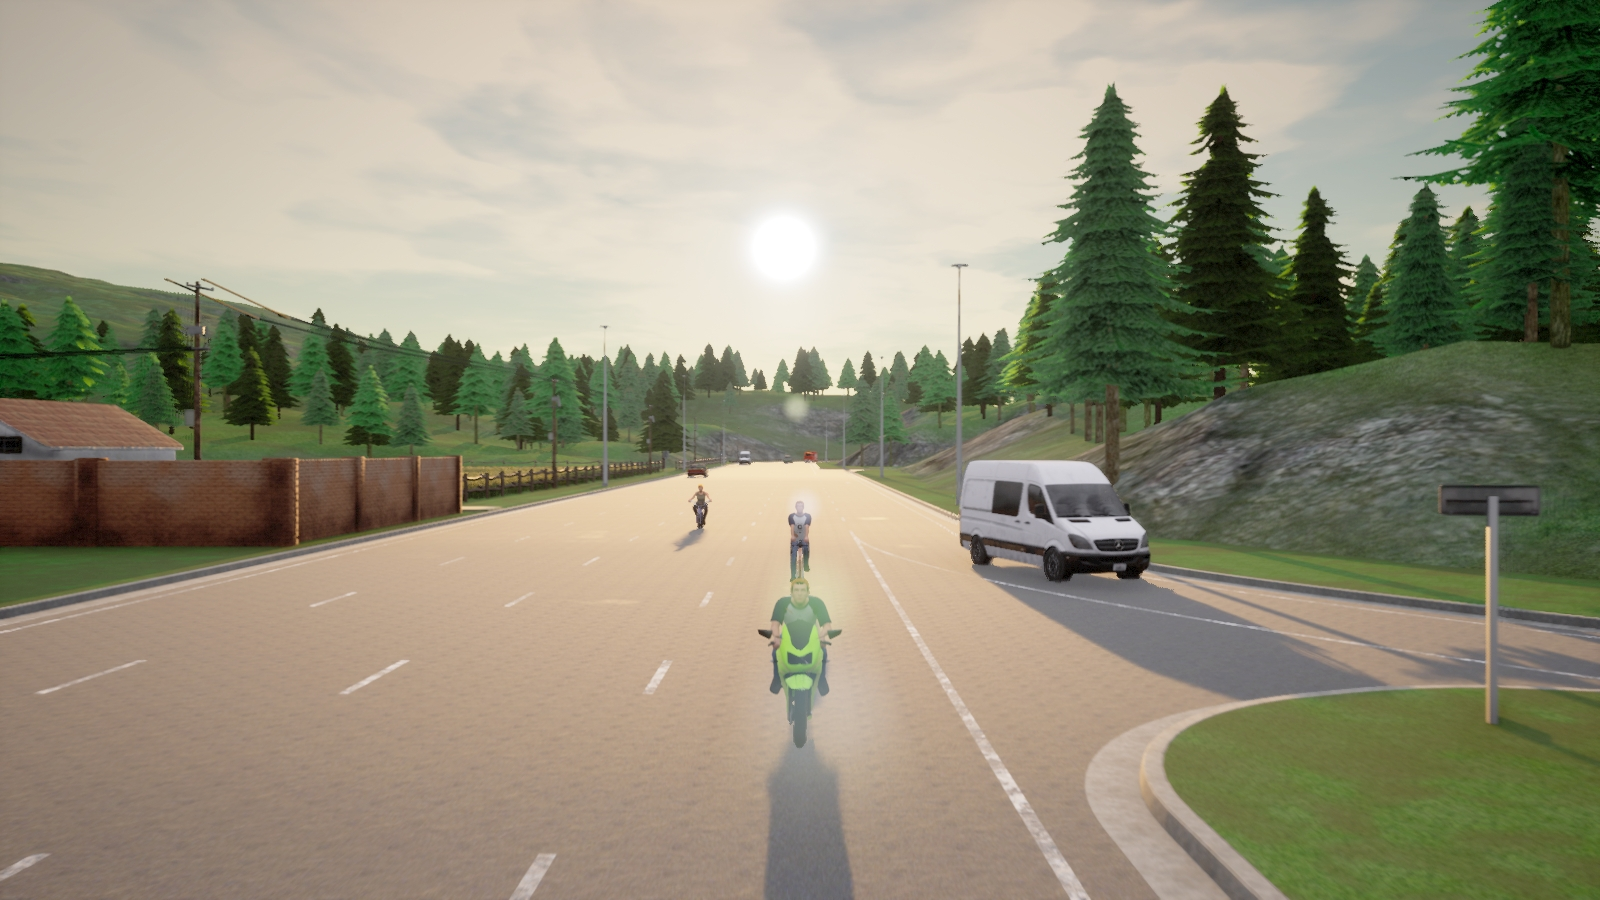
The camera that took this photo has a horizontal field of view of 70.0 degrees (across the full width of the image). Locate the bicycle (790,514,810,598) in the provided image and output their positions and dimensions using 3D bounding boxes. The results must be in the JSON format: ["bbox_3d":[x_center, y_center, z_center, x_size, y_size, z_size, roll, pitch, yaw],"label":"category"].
[{"bbox_3d":[-0.001,2.056,22.524,0.373,1.496,1.643,0,0,0],"label":"bicycle"}]

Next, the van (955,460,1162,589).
[{"bbox_3d":[5.719,1.534,26.287,1.988,2.561,5.915,0,0,-17],"label":"van"}]

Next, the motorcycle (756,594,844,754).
[{"bbox_3d":[-0.001,2.186,11.503,0.803,1.199,2.033,0,0,0],"label":"motorcycle"}]

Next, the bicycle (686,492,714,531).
[{"bbox_3d":[-3.504,2.158,40.240,0.859,1.277,1.487,0,0,0],"label":"bicycle"}]
